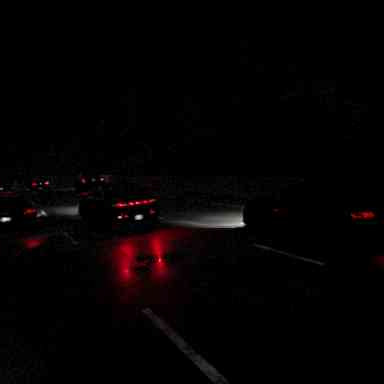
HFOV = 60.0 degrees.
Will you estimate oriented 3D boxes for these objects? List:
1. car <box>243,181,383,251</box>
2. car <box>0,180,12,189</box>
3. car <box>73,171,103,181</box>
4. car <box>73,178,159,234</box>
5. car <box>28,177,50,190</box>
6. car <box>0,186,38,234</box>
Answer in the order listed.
[{"bbox_3d":[3.181,0.411,8.726,1.994,1.385,4.181,-7,7,-29],"label":"car"},{"bbox_3d":[-22.876,-0.777,40.115,1.895,1.301,4.718,-7,6,-29],"label":"car"},{"bbox_3d":[-9.779,-1.113,31.225,2.097,1.767,4.553,-7,7,-29],"label":"car"},{"bbox_3d":[-2.856,0.426,12.233,2.128,1.511,4.902,-7,7,-29],"label":"car"},{"bbox_3d":[-16.870,-0.937,36.626,2.033,1.411,5.357,-7,6,-29],"label":"car"},{"bbox_3d":[-7.083,0.767,12.625,1.994,1.385,4.181,-7,7,-29],"label":"car"}]
